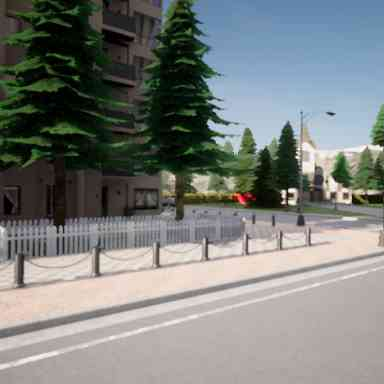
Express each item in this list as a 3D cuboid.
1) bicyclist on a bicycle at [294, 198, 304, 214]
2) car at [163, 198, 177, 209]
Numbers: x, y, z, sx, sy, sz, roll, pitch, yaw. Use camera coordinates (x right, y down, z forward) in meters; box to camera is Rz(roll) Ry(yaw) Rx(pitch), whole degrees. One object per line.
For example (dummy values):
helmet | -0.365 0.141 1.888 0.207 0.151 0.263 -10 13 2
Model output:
bicyclist on a bicycle | 11.004 1.434 34.091 1.656 1.620 0.582 0 0 -35
car | -3.257 1.620 47.819 1.837 1.490 4.892 0 0 -35
